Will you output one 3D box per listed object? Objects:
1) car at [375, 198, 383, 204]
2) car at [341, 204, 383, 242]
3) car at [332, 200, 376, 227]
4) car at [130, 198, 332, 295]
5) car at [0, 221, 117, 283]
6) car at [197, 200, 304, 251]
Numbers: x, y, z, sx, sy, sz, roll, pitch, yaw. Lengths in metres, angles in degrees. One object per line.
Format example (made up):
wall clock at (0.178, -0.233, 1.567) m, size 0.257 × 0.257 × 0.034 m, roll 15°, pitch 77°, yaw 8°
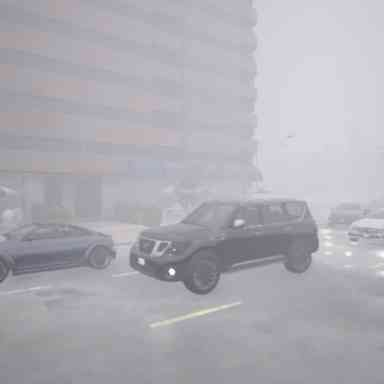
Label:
car at (22.267, 1.419, 38.943) m, size 1.994 × 1.385 × 4.181 m, roll 0°, pitch 0°, yaw -4°
car at (8.853, 1.470, 15.027) m, size 4.674 × 1.442 × 1.812 m, roll 0°, pitch 0°, yaw -40°
car at (10.335, 1.431, 21.561) m, size 1.837 × 1.490 × 4.892 m, roll 0°, pitch 0°, yaw 37°
car at (1.137, 1.200, 9.062) m, size 5.566 × 2.045 × 2.150 m, roll 0°, pitch 0°, yaw -35°
car at (-4.315, 1.557, 9.495) m, size 4.181 × 1.385 × 1.994 m, roll 0°, pitch 0°, yaw -36°
car at (2.658, 1.315, 14.601) m, size 4.553 × 1.767 × 2.097 m, roll 0°, pitch 0°, yaw -37°
